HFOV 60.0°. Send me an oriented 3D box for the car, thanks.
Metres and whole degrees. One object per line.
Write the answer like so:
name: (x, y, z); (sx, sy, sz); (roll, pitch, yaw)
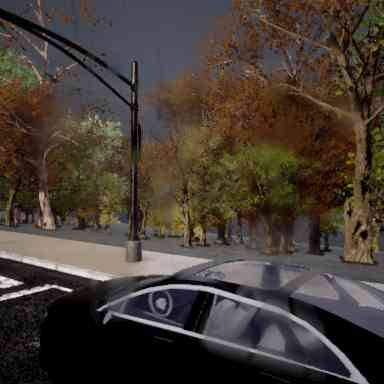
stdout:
car: (0.322, 1.489, 3.448); (4.902, 1.511, 2.128); (0, 0, 37)
